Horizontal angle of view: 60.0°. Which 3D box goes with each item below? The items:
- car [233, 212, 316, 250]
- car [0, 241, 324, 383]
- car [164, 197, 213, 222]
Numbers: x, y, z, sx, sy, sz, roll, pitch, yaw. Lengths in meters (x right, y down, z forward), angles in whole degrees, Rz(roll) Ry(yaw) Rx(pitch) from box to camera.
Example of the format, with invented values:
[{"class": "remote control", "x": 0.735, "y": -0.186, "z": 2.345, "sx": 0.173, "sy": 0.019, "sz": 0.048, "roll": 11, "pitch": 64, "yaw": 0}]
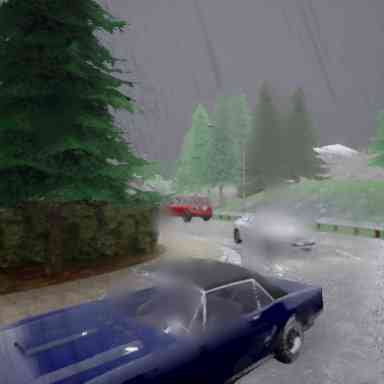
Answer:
[{"class": "car", "x": 3.256, "y": 1.607, "z": 14.172, "sx": 1.812, "sy": 1.442, "sz": 4.674, "roll": 0, "pitch": 0, "yaw": -16}, {"class": "car", "x": -0.247, "y": 1.633, "z": 4.122, "sx": 4.718, "sy": 1.301, "sz": 1.895, "roll": 0, "pitch": -1, "yaw": -44}, {"class": "car", "x": -0.388, "y": 1.429, "z": 28.611, "sx": 2.150, "sy": 2.045, "sz": 5.566, "roll": 0, "pitch": 0, "yaw": -32}]
